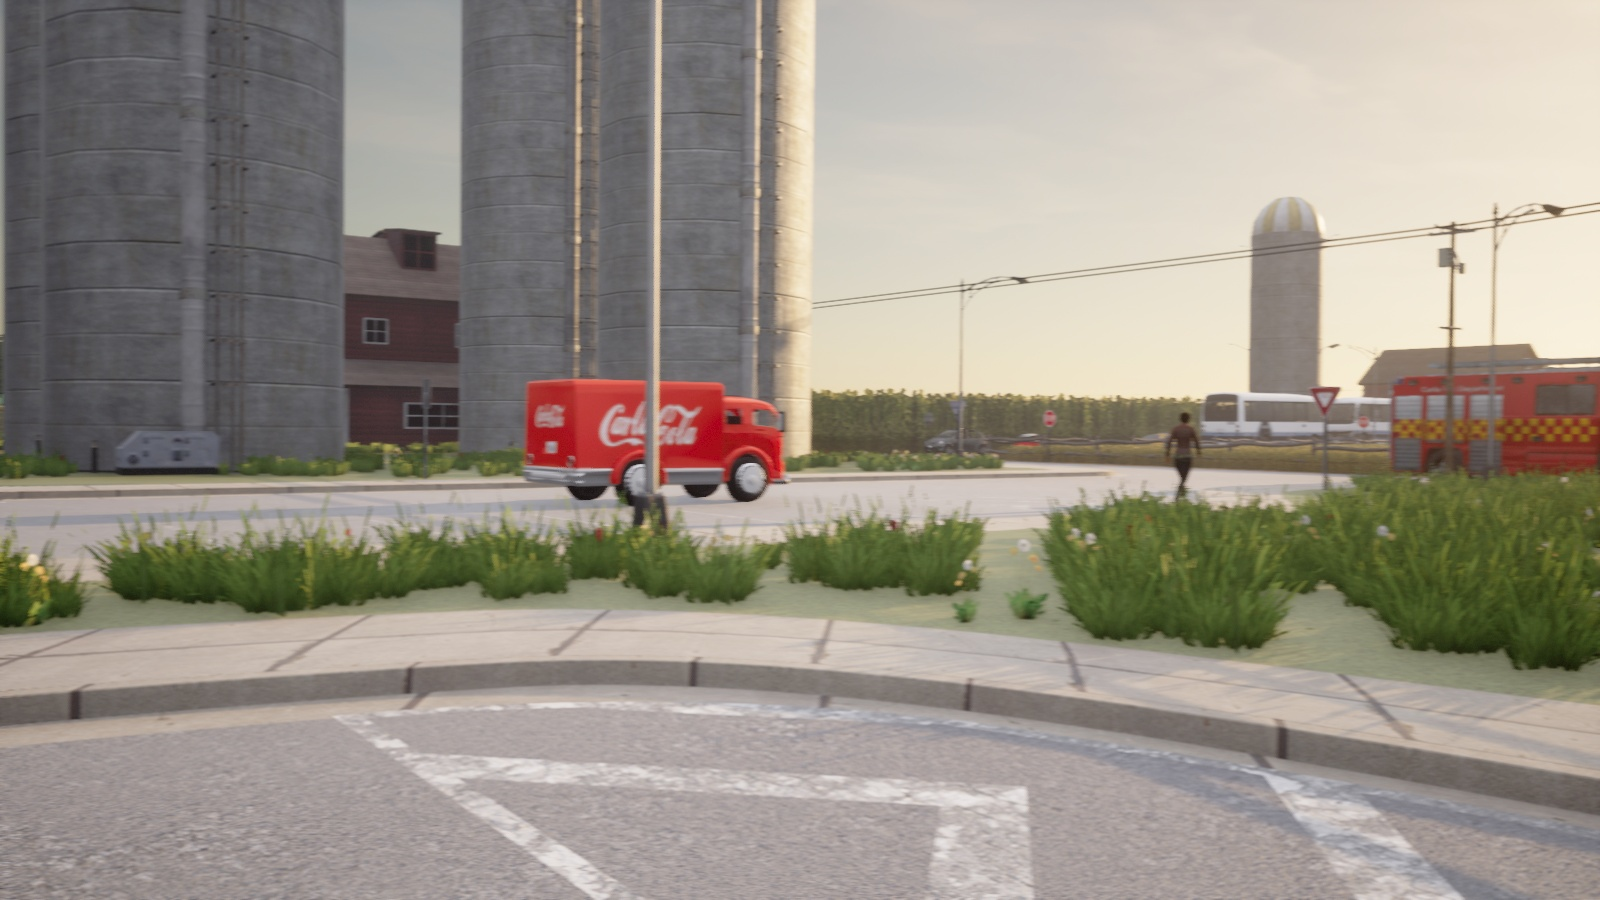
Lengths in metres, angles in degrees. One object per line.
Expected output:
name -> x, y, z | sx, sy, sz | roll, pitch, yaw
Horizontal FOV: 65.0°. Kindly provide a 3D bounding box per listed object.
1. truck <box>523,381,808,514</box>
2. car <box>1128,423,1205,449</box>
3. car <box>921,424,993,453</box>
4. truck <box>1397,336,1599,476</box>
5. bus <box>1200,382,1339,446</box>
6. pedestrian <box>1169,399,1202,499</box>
truck -> -2.717, -0.106, 25.937 | 5.204, 2.467, 2.627 | -1, 1, -36
car -> 23.624, -0.935, 80.917 | 5.366, 1.575, 1.801 | -2, 1, -35
car -> 9.341, -0.695, 74.587 | 3.988, 1.617, 1.851 | -1, 1, -35
truck -> 22.195, -1.243, 36.403 | 2.891, 3.827, 8.468 | -1, 1, -35
bus -> 32.753, -2.527, 87.380 | 10.273, 4.253, 3.944 | -2, 2, -35
pedestrian -> 7.144, -0.028, 23.258 | 0.328, 1.805, 0.869 | 0, 1, 35
